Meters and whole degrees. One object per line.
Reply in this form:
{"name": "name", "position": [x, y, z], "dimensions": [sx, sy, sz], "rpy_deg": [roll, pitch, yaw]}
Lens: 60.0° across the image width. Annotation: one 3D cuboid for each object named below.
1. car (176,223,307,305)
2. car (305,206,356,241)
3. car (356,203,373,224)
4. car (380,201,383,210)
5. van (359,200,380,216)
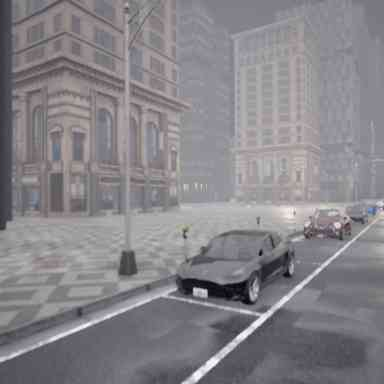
{"name": "car", "position": [1.337, 1.675, 8.540], "dimensions": [1.947, 1.339, 4.313], "rpy_deg": [-1, -1, 33]}
{"name": "car", "position": [7.405, 1.647, 18.051], "dimensions": [1.967, 1.590, 4.097], "rpy_deg": [-1, -1, 33]}
{"name": "car", "position": [13.475, 1.868, 27.560], "dimensions": [1.947, 1.339, 4.313], "rpy_deg": [-1, -1, 33]}
{"name": "car", "position": [28.647, 2.080, 51.335], "dimensions": [2.008, 1.369, 4.403], "rpy_deg": [-1, -1, 33]}
{"name": "van", "position": [19.542, 1.736, 37.073], "dimensions": [1.690, 1.788, 3.998], "rpy_deg": [-1, -1, 33]}
